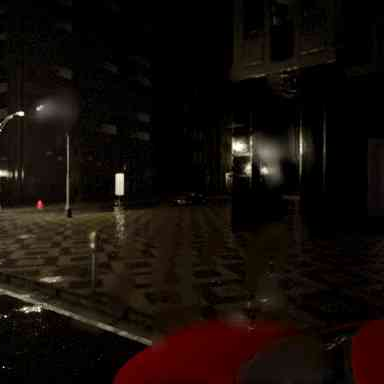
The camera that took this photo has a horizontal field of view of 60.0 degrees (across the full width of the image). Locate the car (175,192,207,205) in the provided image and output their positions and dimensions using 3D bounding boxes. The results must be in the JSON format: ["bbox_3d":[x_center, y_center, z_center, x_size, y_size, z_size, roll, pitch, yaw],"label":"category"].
[{"bbox_3d":[-0.035,0.728,38.873,2.128,1.511,4.902,1,1,35],"label":"car"}]

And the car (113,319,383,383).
[{"bbox_3d":[1.414,1.545,1.975,4.507,1.381,1.887,1,1,35],"label":"car"}]
